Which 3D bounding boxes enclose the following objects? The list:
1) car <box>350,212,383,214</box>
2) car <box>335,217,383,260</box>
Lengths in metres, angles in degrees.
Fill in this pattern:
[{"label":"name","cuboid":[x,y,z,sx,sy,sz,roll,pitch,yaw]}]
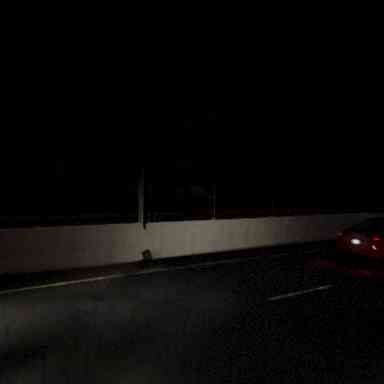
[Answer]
[{"label":"car","cuboid":[15.106,1.582,26.933,4.902,1.511,2.128,0,0,-19]},{"label":"car","cuboid":[7.118,1.606,11.810,4.181,1.385,1.994,0,0,-28]}]
